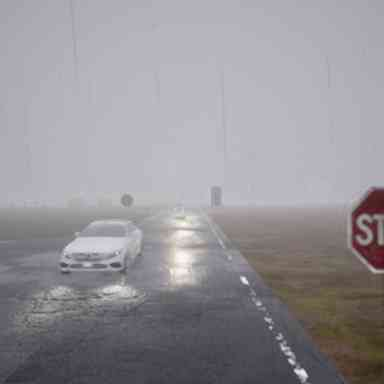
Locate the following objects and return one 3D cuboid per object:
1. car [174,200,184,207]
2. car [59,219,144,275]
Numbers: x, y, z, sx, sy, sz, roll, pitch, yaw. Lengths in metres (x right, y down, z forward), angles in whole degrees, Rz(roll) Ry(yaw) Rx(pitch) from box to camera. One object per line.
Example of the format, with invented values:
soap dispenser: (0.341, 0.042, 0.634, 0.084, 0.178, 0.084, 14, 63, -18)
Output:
car: (-2.616, 2.355, 68.185, 1.812, 1.442, 4.674, 0, -1, 0)
car: (-2.731, 1.656, 11.020, 1.812, 1.442, 4.674, 0, -1, 0)
